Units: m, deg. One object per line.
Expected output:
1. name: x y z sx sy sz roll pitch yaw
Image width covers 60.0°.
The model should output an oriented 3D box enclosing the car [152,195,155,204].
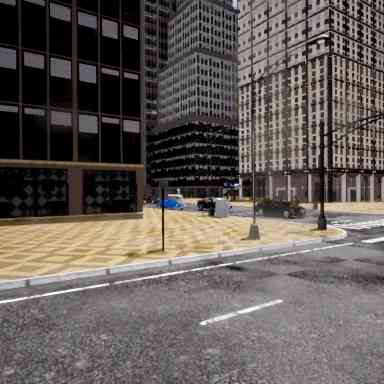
1. car: -3.203 1.349 45.431 1.812 1.442 4.674 -1 1 -34

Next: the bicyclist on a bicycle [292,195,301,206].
1. bicyclist on a bicycle: 12.028 1.119 38.473 1.656 1.620 0.582 -1 1 -34

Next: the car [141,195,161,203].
1. car: -7.822 1.239 62.602 1.887 1.381 4.507 0 0 -34

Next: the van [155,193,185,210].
1. van: -2.360 1.211 39.550 1.690 1.788 3.998 0 0 -34

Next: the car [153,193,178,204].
1. car: -4.721 1.036 58.011 2.192 1.841 5.009 0 0 -34

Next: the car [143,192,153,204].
1. car: -6.396 1.252 55.771 1.837 1.490 4.892 -1 1 -34

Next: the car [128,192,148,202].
1. car: -10.924 0.982 67.191 2.192 1.841 5.009 0 0 -34

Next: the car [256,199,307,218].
1. car: 7.723 1.420 29.245 1.837 1.490 4.892 -1 1 -34

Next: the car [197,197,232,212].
1. car: 2.448 1.362 37.053 2.128 1.511 4.902 -1 1 -34
